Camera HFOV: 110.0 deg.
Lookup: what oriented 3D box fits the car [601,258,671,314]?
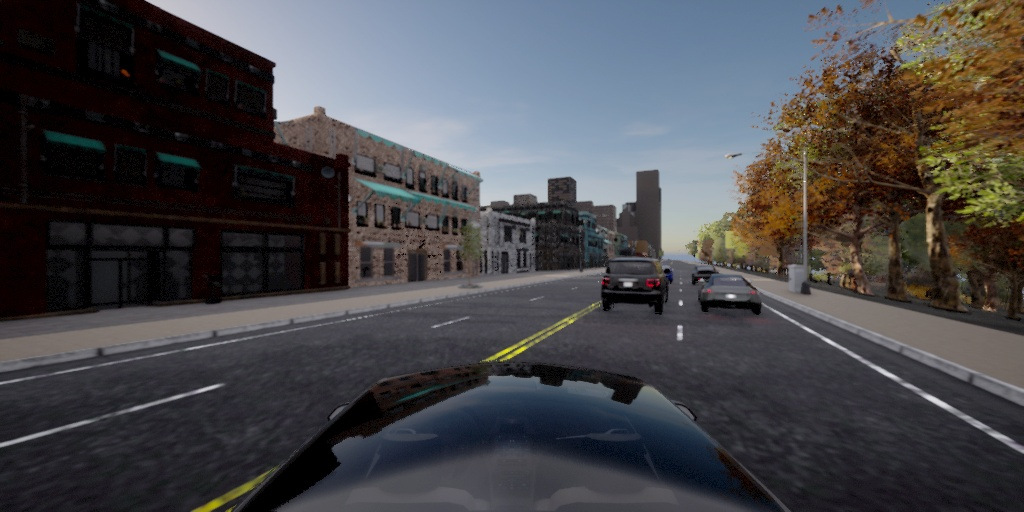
[{"bbox_3d":[5.171,1.084,14.784,2.150,2.045,5.566,0,0,26],"label":"car"}]

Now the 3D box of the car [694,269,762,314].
[{"bbox_3d":[8.722,1.426,14.655,1.994,1.385,4.181,0,0,26],"label":"car"}]

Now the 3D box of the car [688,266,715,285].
[{"bbox_3d":[15.059,1.481,28.094,1.837,1.490,4.892,0,0,26],"label":"car"}]

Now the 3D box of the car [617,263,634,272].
[{"bbox_3d":[18.638,1.830,58.773,1.895,1.301,4.718,0,-1,26],"label":"car"}]

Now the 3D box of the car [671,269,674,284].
[{"bbox_3d":[12.620,1.472,30.526,1.882,1.535,5.008,0,0,26],"label":"car"}]

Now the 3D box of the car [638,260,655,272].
[{"bbox_3d":[21.617,1.572,57.482,2.097,1.767,4.553,0,-1,26],"label":"car"}]
